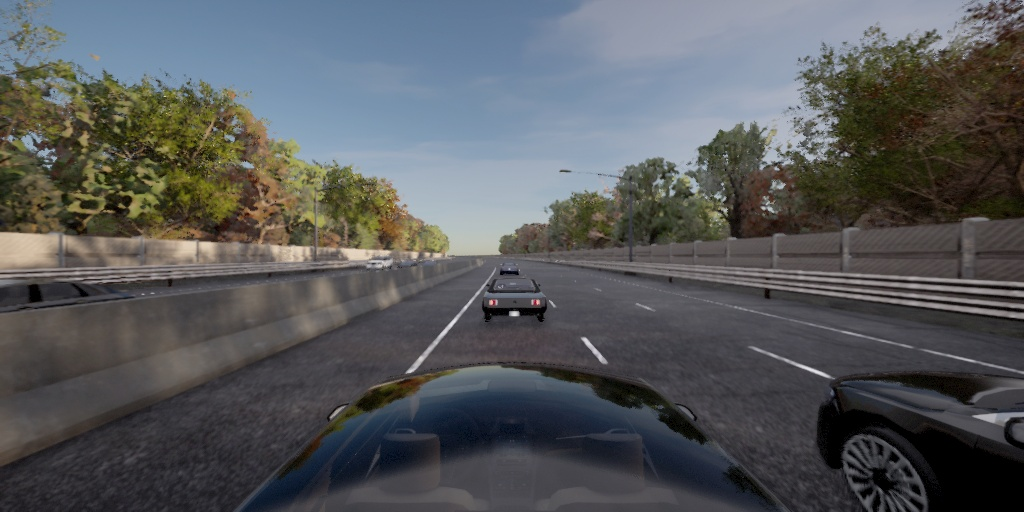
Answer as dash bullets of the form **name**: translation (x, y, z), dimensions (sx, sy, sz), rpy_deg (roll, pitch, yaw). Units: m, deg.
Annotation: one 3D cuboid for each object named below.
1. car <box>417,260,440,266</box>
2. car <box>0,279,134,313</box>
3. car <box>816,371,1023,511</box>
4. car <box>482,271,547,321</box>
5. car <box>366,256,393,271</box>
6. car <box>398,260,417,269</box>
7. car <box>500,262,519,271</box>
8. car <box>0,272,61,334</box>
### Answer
- **car**: translation (-11.245, 1.313, 50.016), dimensions (2.033, 1.411, 5.357), rpy_deg (0, 0, -1)
- **car**: translation (-10.618, 1.259, 7.219), dimensions (1.837, 1.490, 4.892), rpy_deg (0, 0, 0)
- **car**: translation (3.593, 1.240, 1.141), dimensions (2.128, 1.511, 4.902), rpy_deg (0, 0, 0)
- **car**: translation (0.058, 1.355, 12.422), dimensions (1.895, 1.301, 4.718), rpy_deg (0, 0, 0)
- **car**: translation (-18.244, 0.985, 49.703), dimensions (2.150, 2.045, 5.566), rpy_deg (0, 0, -1)
- **car**: translation (-14.781, 1.312, 51.718), dimensions (2.033, 1.411, 5.357), rpy_deg (0, 0, -1)
- **car**: translation (-0.313, 1.327, 39.164), dimensions (1.994, 1.385, 4.181), rpy_deg (0, 0, -1)
- **car**: translation (-14.120, 1.233, 7.973), dimensions (1.882, 1.535, 5.008), rpy_deg (0, 0, 0)
